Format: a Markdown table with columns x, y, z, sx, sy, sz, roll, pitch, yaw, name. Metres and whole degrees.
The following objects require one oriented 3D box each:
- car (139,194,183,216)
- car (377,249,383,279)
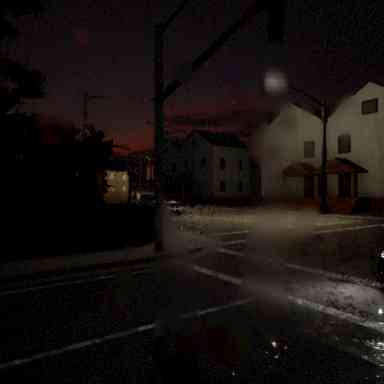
| x | y | z | sx | sy | sz | roll | pitch | yaw | name |
| --- | --- | --- | --- | --- | --- | --- | --- | --- | --- |
| -3.081 | 1.172 | 31.846 | 2.150 | 2.045 | 5.566 | 0 | 0 | -35 | car |
| 6.683 | 1.503 | 8.635 | 4.674 | 1.442 | 1.812 | 0 | 0 | -35 | car |
